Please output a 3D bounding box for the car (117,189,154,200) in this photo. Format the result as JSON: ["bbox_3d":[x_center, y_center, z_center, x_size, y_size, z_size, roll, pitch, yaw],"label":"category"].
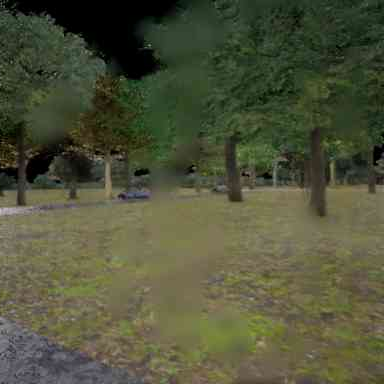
[{"bbox_3d":[-7.534,0.311,44.888,2.033,1.411,5.357,-1,2,38],"label":"car"}]

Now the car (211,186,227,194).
[{"bbox_3d":[5.655,-0.481,61.858,2.033,1.411,5.357,-1,1,38],"label":"car"}]
